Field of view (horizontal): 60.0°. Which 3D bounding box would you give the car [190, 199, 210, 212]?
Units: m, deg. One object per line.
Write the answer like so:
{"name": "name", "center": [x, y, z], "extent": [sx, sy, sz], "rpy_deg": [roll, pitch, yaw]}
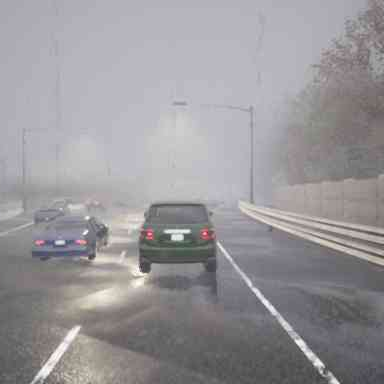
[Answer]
{"name": "car", "center": [0.975, 1.641, 40.140], "extent": [1.994, 1.385, 4.181], "rpy_deg": [0, 0, 7]}

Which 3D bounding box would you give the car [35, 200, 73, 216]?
{"name": "car", "center": [-10.068, 1.571, 24.245], "extent": [2.128, 1.511, 4.902], "rpy_deg": [0, 0, -13]}

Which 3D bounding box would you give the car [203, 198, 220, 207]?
{"name": "car", "center": [3.161, 1.660, 53.167], "extent": [1.994, 1.385, 4.181], "rpy_deg": [0, 0, 11]}

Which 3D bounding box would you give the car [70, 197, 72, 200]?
{"name": "car", "center": [-23.827, 1.703, 62.748], "extent": [1.837, 1.490, 4.892], "rpy_deg": [0, 0, -35]}

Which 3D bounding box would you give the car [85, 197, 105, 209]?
{"name": "car", "center": [-12.416, 1.474, 42.280], "extent": [2.097, 1.767, 4.553], "rpy_deg": [0, 0, -23]}

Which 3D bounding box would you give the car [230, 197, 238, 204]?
{"name": "car", "center": [11.129, 2.445, 89.090], "extent": [2.150, 2.045, 5.566], "rpy_deg": [0, -4, 14]}

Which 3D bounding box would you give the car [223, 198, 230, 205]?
{"name": "car", "center": [5.590, 1.780, 64.083], "extent": [1.895, 1.301, 4.718], "rpy_deg": [0, -1, 12]}

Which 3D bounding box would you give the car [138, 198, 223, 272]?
{"name": "car", "center": [-0.440, 1.245, 11.043], "extent": [2.150, 2.045, 5.566], "rpy_deg": [0, 0, -2]}

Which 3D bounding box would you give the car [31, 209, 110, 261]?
{"name": "car", "center": [-4.327, 1.586, 12.578], "extent": [2.033, 1.411, 5.357], "rpy_deg": [0, 0, -7]}

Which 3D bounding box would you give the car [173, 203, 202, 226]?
{"name": "car", "center": [-0.249, 1.614, 24.855], "extent": [1.994, 1.385, 4.181], "rpy_deg": [0, 0, 2]}

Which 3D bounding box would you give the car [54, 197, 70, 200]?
{"name": "car", "center": [-20.040, 1.687, 50.080], "extent": [1.812, 1.442, 4.674], "rpy_deg": [0, 0, -28]}
